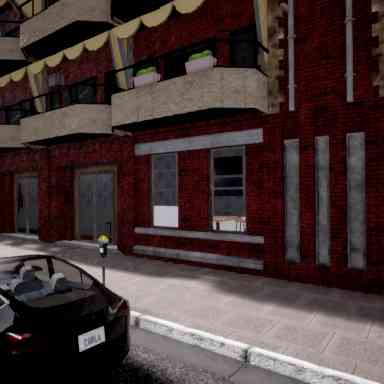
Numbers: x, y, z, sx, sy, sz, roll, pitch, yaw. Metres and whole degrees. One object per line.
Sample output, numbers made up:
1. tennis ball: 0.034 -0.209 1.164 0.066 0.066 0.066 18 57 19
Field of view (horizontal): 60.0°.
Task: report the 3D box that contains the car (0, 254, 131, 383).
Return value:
1. car: -2.735 1.567 4.679 4.313 1.339 1.947 0 -1 35
